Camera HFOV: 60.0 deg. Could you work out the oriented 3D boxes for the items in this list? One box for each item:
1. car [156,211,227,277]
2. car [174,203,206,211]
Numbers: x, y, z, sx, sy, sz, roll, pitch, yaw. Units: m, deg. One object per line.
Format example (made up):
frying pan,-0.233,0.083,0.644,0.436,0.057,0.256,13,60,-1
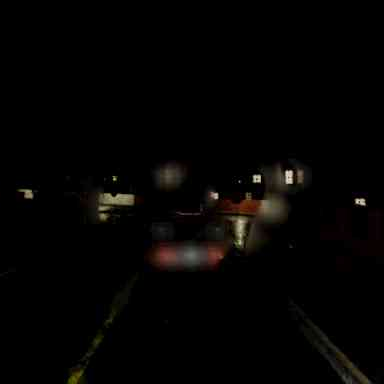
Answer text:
car,-0.043,1.544,10.237,2.033,1.411,5.357,0,0,-1
car,-0.153,1.483,21.503,2.128,1.511,4.902,0,0,0
